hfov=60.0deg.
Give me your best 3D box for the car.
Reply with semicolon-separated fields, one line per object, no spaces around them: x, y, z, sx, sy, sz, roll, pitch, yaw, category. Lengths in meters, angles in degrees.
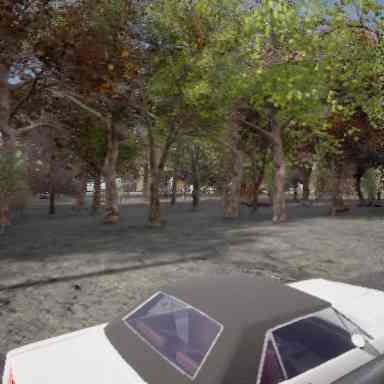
0.782;1.592;3.493;4.718;1.301;1.895;0;0;-33;car
